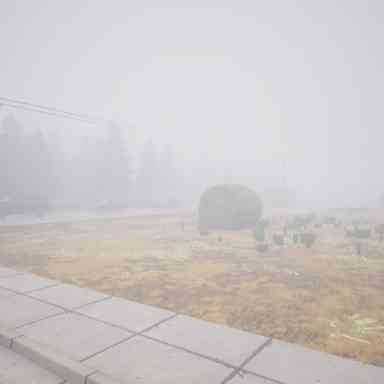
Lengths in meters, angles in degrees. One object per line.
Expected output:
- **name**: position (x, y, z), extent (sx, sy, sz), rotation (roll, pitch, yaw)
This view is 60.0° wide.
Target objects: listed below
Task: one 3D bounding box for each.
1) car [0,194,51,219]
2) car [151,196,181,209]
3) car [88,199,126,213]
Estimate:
- **car**: position (-15.513, 1.248, 29.733), extent (2.150, 2.045, 5.566), rotation (0, 0, 36)
- **car**: position (-3.590, 1.379, 45.852), extent (2.097, 1.767, 4.553), rotation (0, 0, 37)
- **car**: position (-9.560, 1.552, 37.778), extent (1.812, 1.442, 4.674), rotation (0, 0, 37)
